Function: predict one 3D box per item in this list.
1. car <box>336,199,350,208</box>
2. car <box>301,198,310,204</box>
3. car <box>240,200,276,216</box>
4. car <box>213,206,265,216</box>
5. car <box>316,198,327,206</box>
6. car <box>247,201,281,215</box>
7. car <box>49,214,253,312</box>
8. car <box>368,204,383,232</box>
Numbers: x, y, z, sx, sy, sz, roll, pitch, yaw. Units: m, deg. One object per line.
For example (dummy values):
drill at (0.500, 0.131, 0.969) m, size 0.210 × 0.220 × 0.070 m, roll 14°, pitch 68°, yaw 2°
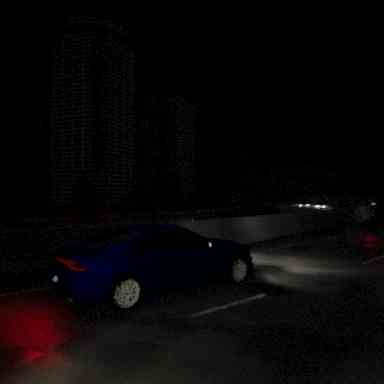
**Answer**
car at (24.555, 1.863, 53.999) m, size 2.128 × 1.511 × 4.902 m, roll 0°, pitch 0°, yaw 23°
car at (25.492, 2.076, 74.800) m, size 1.895 × 1.301 × 4.718 m, roll 0°, pitch 0°, yaw 22°
car at (7.382, 1.712, 36.820) m, size 2.128 × 1.511 × 4.902 m, roll 0°, pitch 0°, yaw 35°
car at (2.045, 1.713, 19.792) m, size 4.718 × 1.301 × 1.895 m, roll 1°, pitch 0°, yaw -44°
car at (25.600, 1.962, 65.724) m, size 2.128 × 1.511 × 4.902 m, roll 0°, pitch 0°, yaw 22°
car at (6.173, 1.669, 29.472) m, size 2.128 × 1.511 × 4.902 m, roll 0°, pitch 0°, yaw 39°
car at (-0.672, 1.517, 7.895) m, size 5.008 × 1.535 × 1.882 m, roll 0°, pitch 0°, yaw -38°
car at (12.543, 1.505, 20.516) m, size 2.097 × 1.767 × 4.553 m, roll 0°, pitch 0°, yaw 42°
